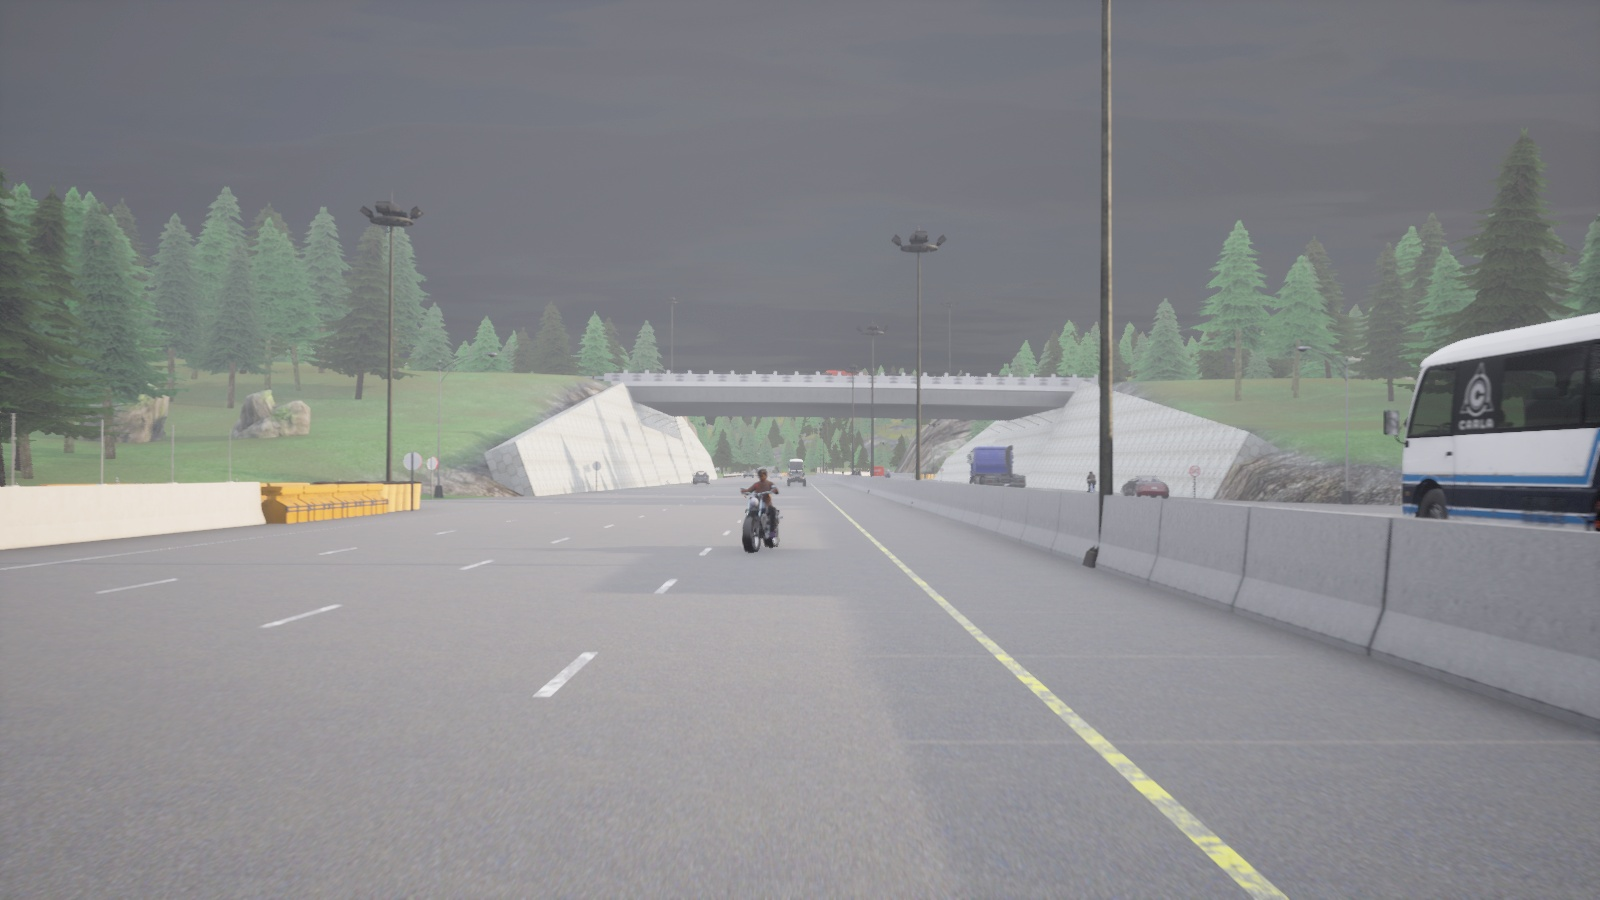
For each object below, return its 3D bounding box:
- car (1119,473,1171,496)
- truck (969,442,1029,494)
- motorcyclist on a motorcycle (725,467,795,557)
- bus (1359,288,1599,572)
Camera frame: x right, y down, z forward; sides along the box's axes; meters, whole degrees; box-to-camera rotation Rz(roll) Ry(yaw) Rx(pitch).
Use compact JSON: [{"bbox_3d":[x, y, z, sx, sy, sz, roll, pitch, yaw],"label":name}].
[{"bbox_3d":[20.816,2.065,75.862,1.994,1.385,4.181,0,-1,0],"label":"car"},{"bbox_3d":[13.783,1.246,87.735,2.891,3.462,7.936,0,-1,0],"label":"truck"},{"bbox_3d":[-0.749,1.178,24.518,0.766,1.649,2.350,-2,-1,12],"label":"motorcyclist on a motorcycle"},{"bbox_3d":[13.942,-0.255,21.681,3.944,4.253,10.273,0,-1,0],"label":"bus"}]
